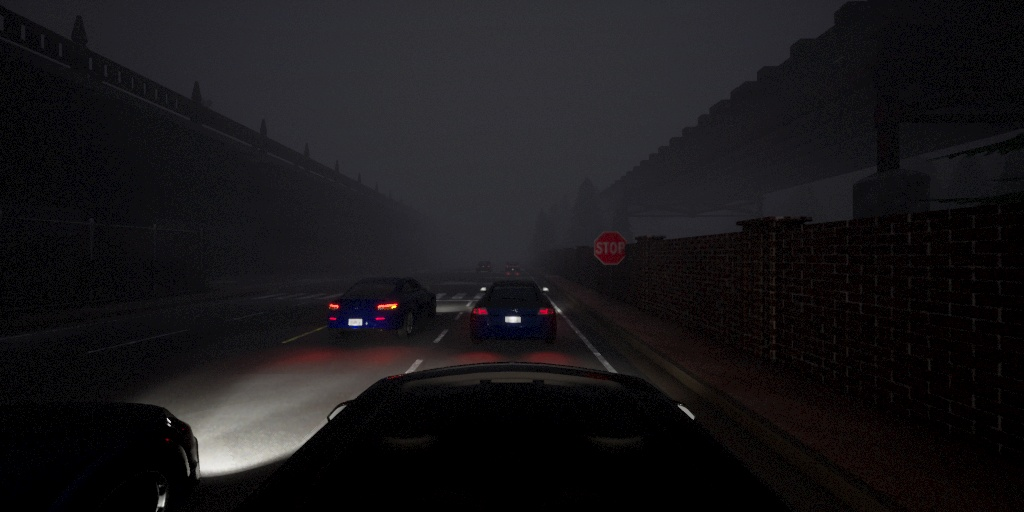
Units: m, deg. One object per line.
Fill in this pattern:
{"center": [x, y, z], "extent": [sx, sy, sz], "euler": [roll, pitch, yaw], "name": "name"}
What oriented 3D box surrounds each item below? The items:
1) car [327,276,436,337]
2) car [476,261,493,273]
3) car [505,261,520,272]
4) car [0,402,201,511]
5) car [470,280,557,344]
{"center": [-3.419, 1.276, 10.113], "extent": [1.812, 1.442, 4.674], "euler": [0, 0, 0], "name": "car"}
{"center": [-3.399, 1.297, 44.599], "extent": [2.033, 1.411, 5.357], "euler": [0, 0, -1], "name": "car"}
{"center": [0.070, 1.351, 46.257], "extent": [1.895, 1.301, 4.718], "euler": [0, 0, -1], "name": "car"}
{"center": [-3.399, 1.314, 1.018], "extent": [1.994, 1.385, 4.181], "euler": [0, 0, 0], "name": "car"}
{"center": [0.063, 1.314, 9.593], "extent": [1.994, 1.385, 4.181], "euler": [0, 0, 1], "name": "car"}
